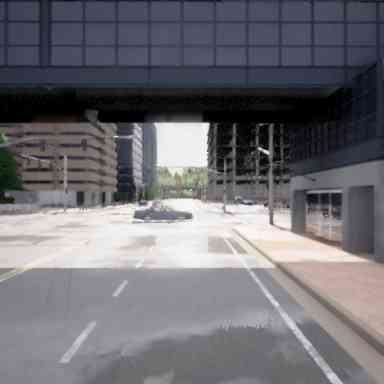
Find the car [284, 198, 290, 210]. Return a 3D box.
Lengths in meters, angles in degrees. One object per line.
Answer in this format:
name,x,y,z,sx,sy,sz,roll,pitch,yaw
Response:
car,16.028,1.922,54.591,1.905,1.878,3.866,0,-1,0

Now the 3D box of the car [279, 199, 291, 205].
car,24.397,2.617,87.180,1.970,1.475,3.806,0,-1,0

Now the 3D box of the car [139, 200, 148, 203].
car,-11.581,2.588,79.158,1.882,1.535,5.008,0,-1,0

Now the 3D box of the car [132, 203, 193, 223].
car,-2.565,1.956,29.668,5.357,1.411,2.033,0,-1,-1

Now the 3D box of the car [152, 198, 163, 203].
car,-8.081,2.336,79.155,2.150,2.045,5.566,0,-1,0

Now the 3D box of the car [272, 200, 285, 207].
car,18.678,2.405,72.061,1.970,1.475,3.806,0,-1,0

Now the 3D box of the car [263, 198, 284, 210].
car,13.134,1.920,54.636,1.932,1.855,4.605,0,-1,0
